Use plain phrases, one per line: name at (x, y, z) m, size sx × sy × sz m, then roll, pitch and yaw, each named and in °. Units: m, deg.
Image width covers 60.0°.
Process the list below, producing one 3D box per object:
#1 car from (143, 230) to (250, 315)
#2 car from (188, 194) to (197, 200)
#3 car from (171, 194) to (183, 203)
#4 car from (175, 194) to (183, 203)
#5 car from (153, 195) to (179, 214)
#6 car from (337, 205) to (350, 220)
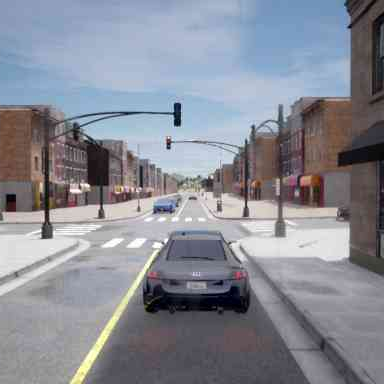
car at (0.102, 1.556, 7.653) m, size 1.994 × 1.385 × 4.181 m, roll 0°, pitch 0°, yaw 1°
car at (0.152, 1.197, 74.192) m, size 1.895 × 1.301 × 4.718 m, roll 0°, pitch 0°, yaw 0°
car at (-2.702, 1.209, 60.922) m, size 1.837 × 1.490 × 4.892 m, roll 0°, pitch 0°, yaw 0°
car at (-2.762, 1.304, 45.306) m, size 2.128 × 1.511 × 4.902 m, roll 0°, pitch 0°, yaw 0°
car at (-2.780, 1.357, 34.083) m, size 1.882 × 1.535 × 5.008 m, roll 0°, pitch 0°, yaw 2°
car at (12.201, 1.072, 21.910) m, size 5.008 × 1.535 × 1.882 m, roll -2°, pitch 1°, yaw 0°
